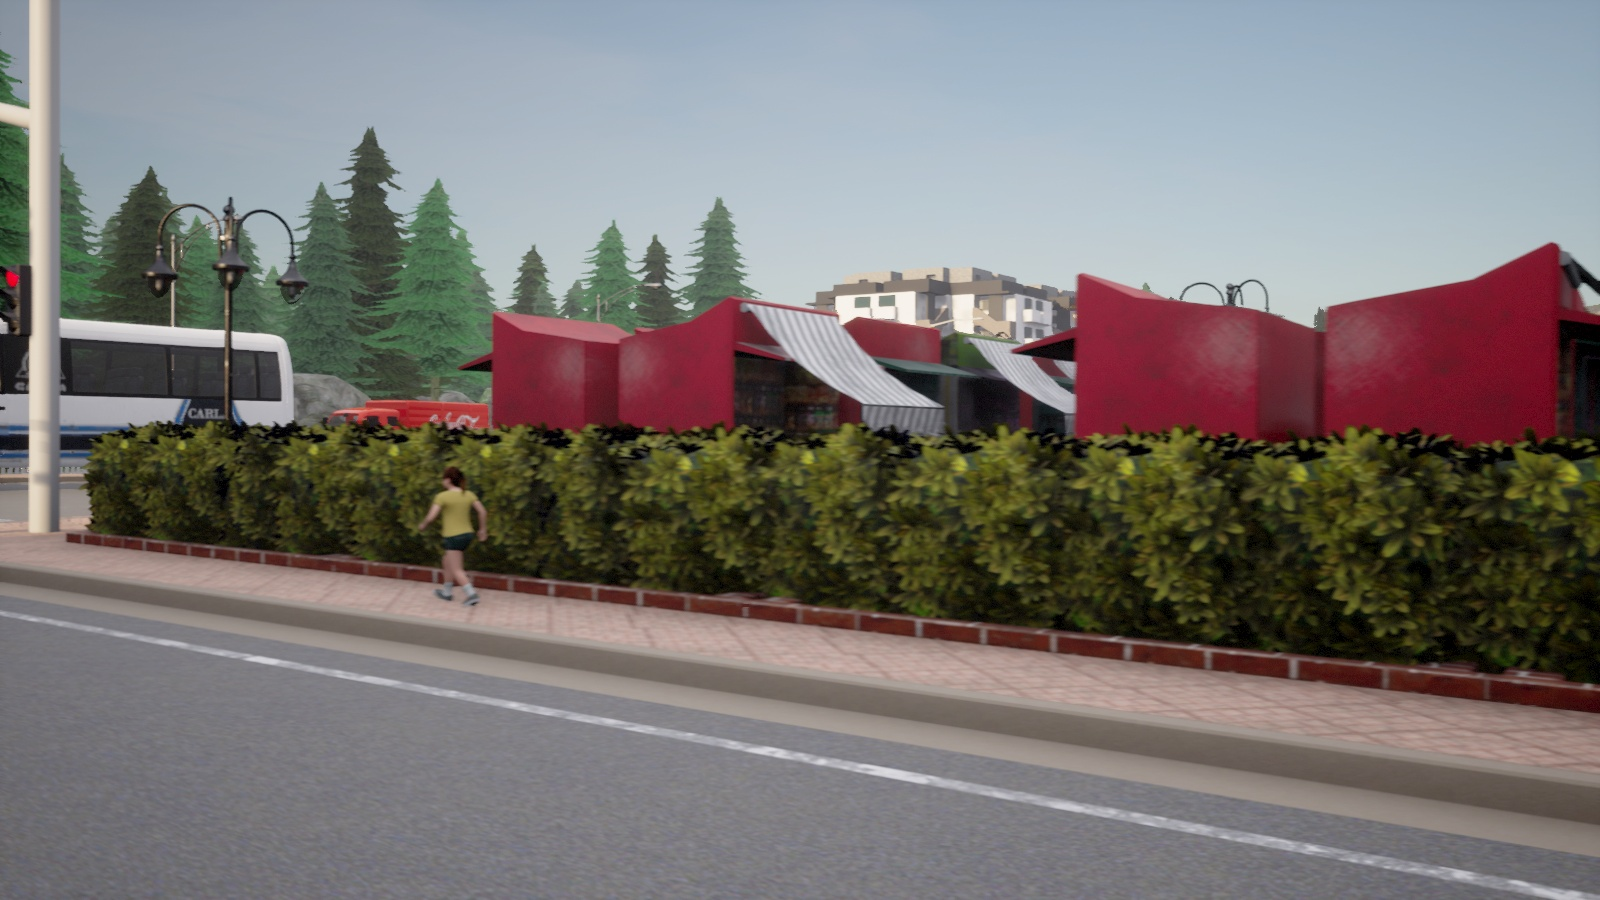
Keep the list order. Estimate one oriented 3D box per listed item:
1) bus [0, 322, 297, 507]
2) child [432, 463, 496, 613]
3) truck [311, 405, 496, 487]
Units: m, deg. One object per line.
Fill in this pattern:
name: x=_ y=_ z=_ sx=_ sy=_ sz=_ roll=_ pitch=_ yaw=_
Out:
bus: x=-18.629 y=-0.858 z=32.010 sx=3.944 sy=4.253 sz=10.273 roll=0 pitch=1 yaw=34
child: x=-2.555 y=0.658 z=9.556 sx=0.394 sy=1.110 sz=0.255 roll=0 pitch=1 yaw=32
truck: x=-12.758 y=-0.134 z=40.706 sx=2.627 sy=2.467 sz=5.204 roll=0 pitch=1 yaw=34
